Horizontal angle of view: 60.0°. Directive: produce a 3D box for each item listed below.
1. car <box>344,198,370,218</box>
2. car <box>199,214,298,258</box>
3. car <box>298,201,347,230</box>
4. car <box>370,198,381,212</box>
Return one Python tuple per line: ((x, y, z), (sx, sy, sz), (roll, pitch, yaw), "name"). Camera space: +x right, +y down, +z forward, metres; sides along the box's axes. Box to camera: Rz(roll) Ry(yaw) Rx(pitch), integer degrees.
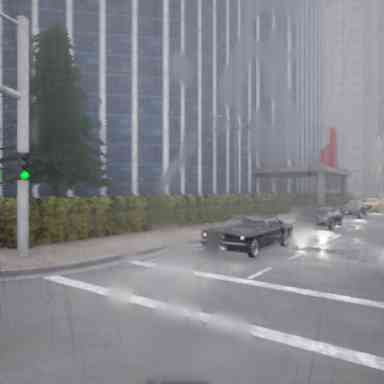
((14.147, 1.451, 29.410), (1.837, 1.490, 4.892), (0, 0, 36), "car")
((2.270, 1.560, 12.849), (1.895, 1.301, 4.718), (0, 0, 36), "car")
((8.109, 1.517, 20.997), (1.994, 1.385, 4.181), (0, 0, 36), "car")
((20.226, 1.418, 37.820), (1.882, 1.535, 5.008), (0, 0, 36), "car")
